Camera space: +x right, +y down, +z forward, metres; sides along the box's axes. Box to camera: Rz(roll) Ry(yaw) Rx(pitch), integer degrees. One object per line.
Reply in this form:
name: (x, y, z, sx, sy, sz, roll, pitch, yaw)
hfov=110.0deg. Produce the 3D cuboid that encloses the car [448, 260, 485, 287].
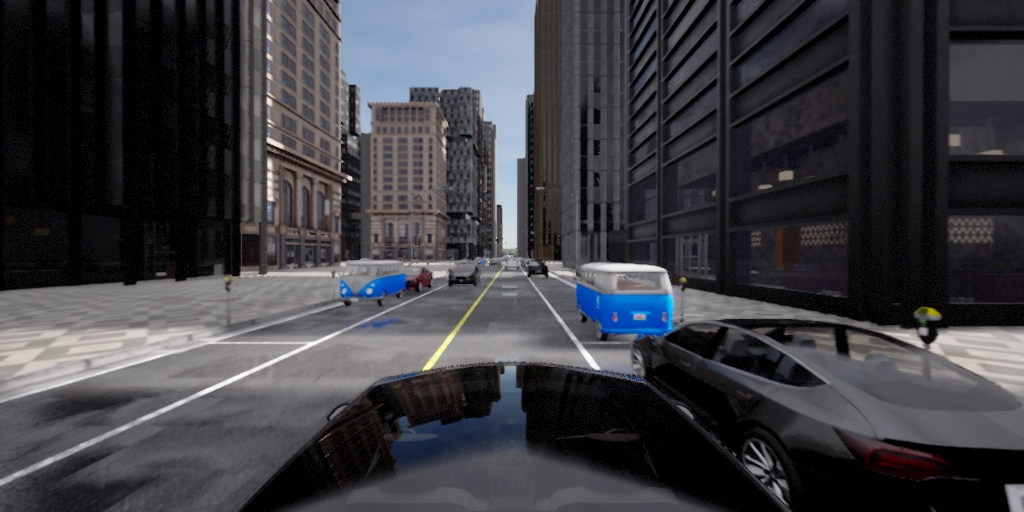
car: (-3.106, 1.235, 24.304, 1.837, 1.490, 4.892, 0, 0, 0)

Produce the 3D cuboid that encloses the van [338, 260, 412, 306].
van: (-5.769, 1.078, 15.229, 1.690, 1.789, 3.998, 0, 0, 0)

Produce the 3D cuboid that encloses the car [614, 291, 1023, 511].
car: (2.761, 1.314, 3.954, 1.948, 1.339, 4.313, 0, 0, 0)

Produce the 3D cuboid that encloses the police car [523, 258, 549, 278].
police car: (2.353, 1.147, 34.002, 1.930, 1.638, 5.238, 0, 0, 0)

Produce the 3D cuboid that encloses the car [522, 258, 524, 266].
car: (2.742, 1.270, 49.079, 1.948, 1.339, 4.313, 0, 0, 0)

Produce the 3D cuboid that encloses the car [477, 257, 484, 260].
car: (-5.785, 1.261, 54.716, 1.948, 1.339, 4.313, 0, 0, 0)

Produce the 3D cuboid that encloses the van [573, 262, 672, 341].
van: (2.759, 1.085, 9.594, 1.690, 1.789, 3.998, 0, 0, 0)

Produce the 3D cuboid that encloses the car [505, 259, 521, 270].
car: (-0.018, 1.225, 52.829, 1.812, 1.442, 4.674, 0, 0, 0)

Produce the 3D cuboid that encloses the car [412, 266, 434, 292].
car: (-5.771, 1.278, 20.869, 1.888, 1.381, 4.507, 0, 0, 0)

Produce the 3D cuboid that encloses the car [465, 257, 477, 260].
car: (-5.780, 1.150, 43.433, 1.967, 1.591, 4.097, 0, 0, 0)
